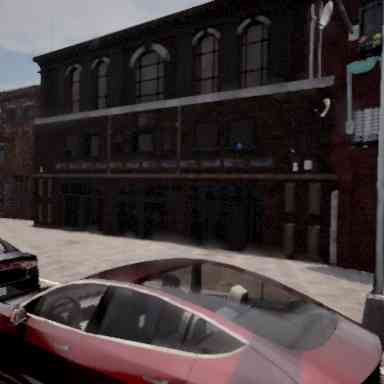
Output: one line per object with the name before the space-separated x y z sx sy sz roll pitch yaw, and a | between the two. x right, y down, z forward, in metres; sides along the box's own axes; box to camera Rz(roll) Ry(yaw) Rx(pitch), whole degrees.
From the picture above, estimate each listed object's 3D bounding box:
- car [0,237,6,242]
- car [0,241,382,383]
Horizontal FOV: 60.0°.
car | -5.165 1.466 6.762 5.008 1.535 2.097 0 0 34
car | -0.611 1.505 3.690 4.792 1.488 2.163 0 0 35
